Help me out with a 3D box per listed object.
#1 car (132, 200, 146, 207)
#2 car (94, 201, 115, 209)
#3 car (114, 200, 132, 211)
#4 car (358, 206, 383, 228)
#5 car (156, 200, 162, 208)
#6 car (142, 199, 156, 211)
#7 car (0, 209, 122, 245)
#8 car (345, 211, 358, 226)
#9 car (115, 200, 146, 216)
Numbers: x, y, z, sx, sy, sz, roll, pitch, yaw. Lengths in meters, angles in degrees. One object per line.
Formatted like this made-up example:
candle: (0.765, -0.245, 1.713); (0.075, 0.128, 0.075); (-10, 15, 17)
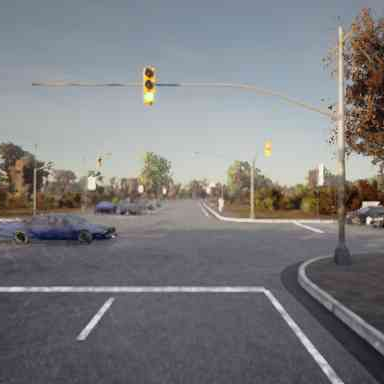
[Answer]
car: (-10.466, 2.299, 65.637); (1.895, 1.301, 4.718); (0, -1, 0)
car: (-10.571, 1.913, 40.847); (1.882, 1.535, 5.008); (0, -1, 0)
car: (-10.555, 2.045, 51.251); (1.837, 1.490, 4.892); (0, 1, 0)
car: (14.113, 1.726, 21.882); (4.902, 1.511, 2.128); (0, -1, 3)
car: (-6.992, 2.202, 63.505); (1.812, 1.442, 4.674); (0, -1, 1)
car: (-7.059, 1.885, 50.021); (2.097, 1.767, 4.553); (0, -1, 0)
car: (-6.397, 1.719, 15.939); (5.357, 1.411, 2.033); (0, -1, 3)
car: (13.744, 1.798, 25.405); (4.674, 1.442, 1.812); (0, -1, 4)
car: (-7.076, 1.964, 39.019); (2.033, 1.411, 5.357); (0, -1, 0)
